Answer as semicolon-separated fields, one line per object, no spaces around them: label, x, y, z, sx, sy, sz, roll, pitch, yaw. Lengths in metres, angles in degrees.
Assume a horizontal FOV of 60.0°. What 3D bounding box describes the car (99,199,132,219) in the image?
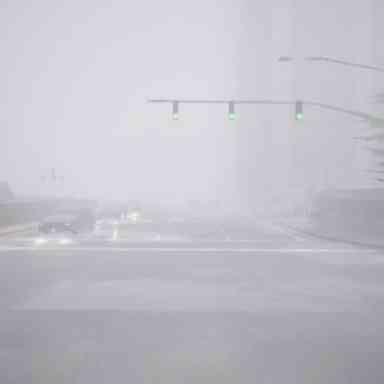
car;-7.004;1.590;29.806;1.812;1.442;4.674;0;0;1

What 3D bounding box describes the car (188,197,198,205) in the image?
car;0.188;1.744;64.581;1.812;1.442;4.674;0;0;0

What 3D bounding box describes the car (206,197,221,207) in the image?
car;3.658;1.735;54.230;2.033;1.411;5.357;0;0;0

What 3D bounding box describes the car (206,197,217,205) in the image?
car;3.688;1.705;64.525;1.882;1.535;5.008;0;0;0

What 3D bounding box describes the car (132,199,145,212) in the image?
car;-6.905;1.597;40.235;2.128;1.511;4.902;0;0;0

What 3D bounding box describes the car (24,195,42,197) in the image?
car;-28.613;1.326;57.867;4.605;1.855;1.932;0;0;1

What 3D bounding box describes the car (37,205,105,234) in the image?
car;-7.044;1.572;19.561;2.033;1.411;5.357;0;0;0

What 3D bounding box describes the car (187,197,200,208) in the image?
car;0.253;1.651;52.933;1.882;1.535;5.008;0;0;0
